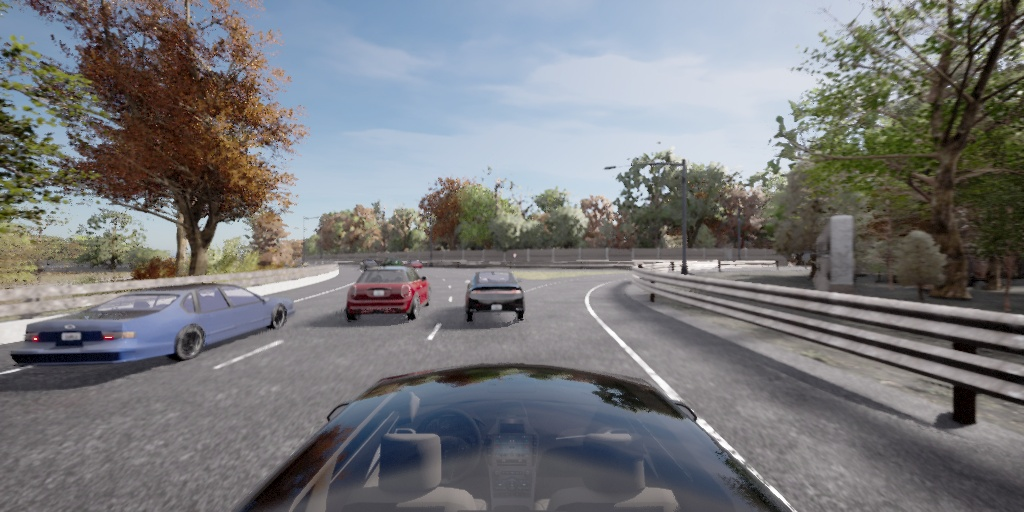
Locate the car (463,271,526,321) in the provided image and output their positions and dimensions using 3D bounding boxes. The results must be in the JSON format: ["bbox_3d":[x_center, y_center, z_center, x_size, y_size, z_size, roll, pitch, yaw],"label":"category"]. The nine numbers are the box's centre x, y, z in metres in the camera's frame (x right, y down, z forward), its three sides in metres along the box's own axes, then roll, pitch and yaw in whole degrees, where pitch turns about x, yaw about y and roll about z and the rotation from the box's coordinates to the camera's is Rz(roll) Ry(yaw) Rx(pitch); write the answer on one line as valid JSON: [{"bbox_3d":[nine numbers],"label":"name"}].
[{"bbox_3d":[-0.665,1.263,12.678,2.128,1.511,4.902,0,0,-5],"label":"car"}]

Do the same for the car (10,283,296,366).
[{"bbox_3d":[-7.238,1.340,8.247,2.033,1.411,5.357,0,0,-4],"label":"car"}]

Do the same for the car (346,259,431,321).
[{"bbox_3d":[-4.210,1.139,12.914,2.097,1.767,4.553,0,0,-5],"label":"car"}]

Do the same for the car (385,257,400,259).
[{"bbox_3d":[-19.558,1.150,58.232,2.150,2.045,5.566,0,0,-34],"label":"car"}]

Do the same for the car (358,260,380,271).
[{"bbox_3d":[-22.526,1.430,56.381,2.128,1.511,4.902,0,0,-34],"label":"car"}]

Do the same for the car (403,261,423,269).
[{"bbox_3d":[-16.554,1.482,60.033,1.994,1.385,4.181,0,0,-34],"label":"car"}]
